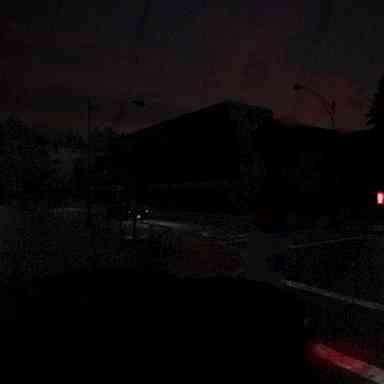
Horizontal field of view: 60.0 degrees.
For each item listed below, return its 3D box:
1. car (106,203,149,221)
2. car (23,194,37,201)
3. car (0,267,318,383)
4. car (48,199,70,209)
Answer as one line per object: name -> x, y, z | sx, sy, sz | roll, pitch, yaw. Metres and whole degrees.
car -> -5.328, 1.580, 27.230 | 1.895, 1.301, 4.718 | 0, 0, -35
car -> -40.263, 1.331, 83.307 | 2.097, 1.767, 4.553 | 0, 0, -35
car -> -1.055, 1.547, 3.117 | 5.357, 1.411, 2.033 | 0, 0, -36
car -> -18.385, 1.580, 45.957 | 1.895, 1.301, 4.718 | 0, 0, -34
